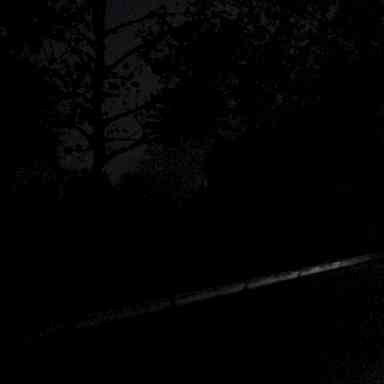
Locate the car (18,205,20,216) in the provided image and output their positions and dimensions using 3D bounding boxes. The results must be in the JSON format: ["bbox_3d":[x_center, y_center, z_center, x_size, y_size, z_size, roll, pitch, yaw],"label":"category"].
[{"bbox_3d":[-27.922,2.050,51.042,2.435,2.045,5.566,0,0,-36],"label":"car"}]

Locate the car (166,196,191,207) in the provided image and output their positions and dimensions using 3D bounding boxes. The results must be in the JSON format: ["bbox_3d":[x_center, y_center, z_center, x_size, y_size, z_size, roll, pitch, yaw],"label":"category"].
[{"bbox_3d":[-2.927,1.967,69.112,2.435,2.045,5.566,-1,0,-36],"label":"car"}]

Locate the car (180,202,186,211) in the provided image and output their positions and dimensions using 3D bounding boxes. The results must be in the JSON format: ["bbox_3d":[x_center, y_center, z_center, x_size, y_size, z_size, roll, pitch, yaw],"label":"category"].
[{"bbox_3d":[-1.520,2.299,53.920,2.163,1.488,4.792,0,0,-36],"label":"car"}]

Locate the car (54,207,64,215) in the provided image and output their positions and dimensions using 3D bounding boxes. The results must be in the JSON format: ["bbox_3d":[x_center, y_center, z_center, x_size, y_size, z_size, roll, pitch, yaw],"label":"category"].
[{"bbox_3d":[-17.285,2.301,42.551,2.097,1.535,5.008,0,0,-36],"label":"car"}]
